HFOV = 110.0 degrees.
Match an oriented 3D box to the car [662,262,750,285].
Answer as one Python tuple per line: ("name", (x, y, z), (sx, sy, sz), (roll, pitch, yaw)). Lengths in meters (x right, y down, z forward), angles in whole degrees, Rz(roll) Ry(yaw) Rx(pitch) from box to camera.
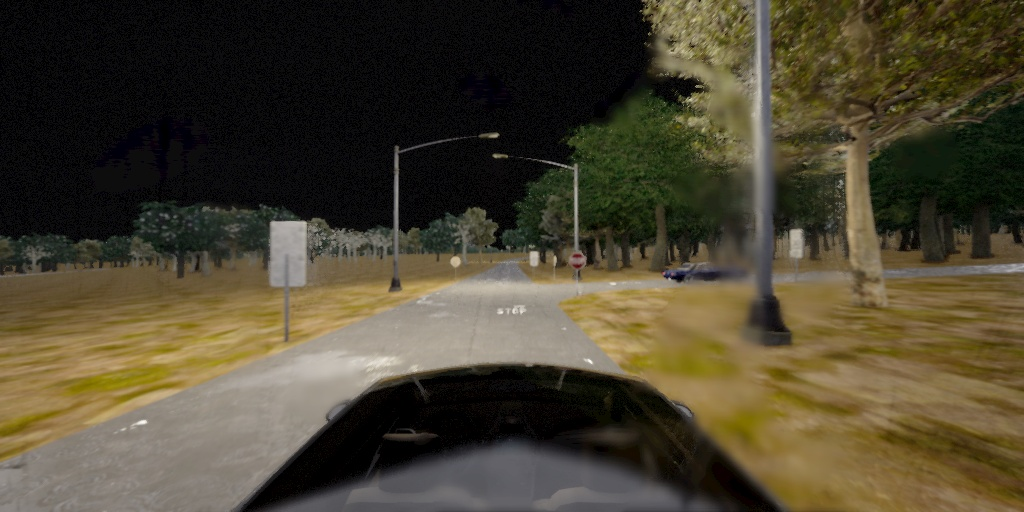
("car", (12.114, 1.058, 22.543), (4.718, 1.301, 1.895), (-3, -1, 1))
